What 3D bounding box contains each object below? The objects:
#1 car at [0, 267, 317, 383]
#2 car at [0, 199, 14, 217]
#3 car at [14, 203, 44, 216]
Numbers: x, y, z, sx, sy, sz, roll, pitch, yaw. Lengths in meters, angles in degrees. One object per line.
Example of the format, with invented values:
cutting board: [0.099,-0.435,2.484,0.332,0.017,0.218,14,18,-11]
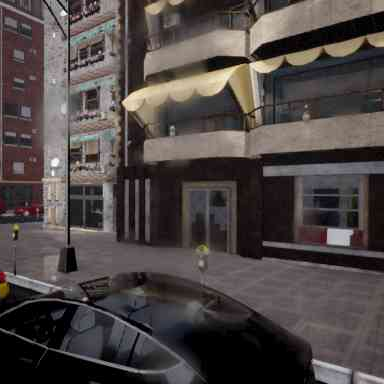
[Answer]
car: [-0.923,1.566,3.527,4.313,1.339,1.947,0,0,35]
car: [-20.593,1.598,32.155,2.192,1.841,5.009,-1,-2,35]
car: [-17.307,1.931,36.801,1.887,1.381,4.507,-1,-2,35]
